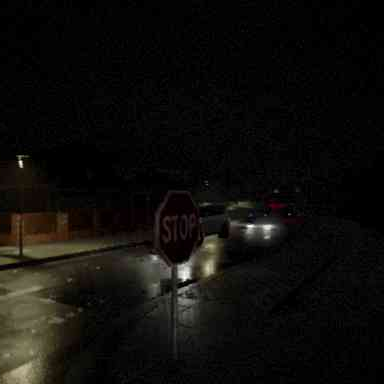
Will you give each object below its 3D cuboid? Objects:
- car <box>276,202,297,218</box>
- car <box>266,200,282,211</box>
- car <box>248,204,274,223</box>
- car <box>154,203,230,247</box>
[{"bbox_3d":[11.942,2.407,41.573,1.837,1.490,4.892,0,-1,11],"label":"car"},{"bbox_3d":[13.361,2.383,54.057,2.150,2.045,5.566,0,-1,2],"label":"car"},{"bbox_3d":[6.694,2.194,32.700,1.882,1.535,5.008,0,-1,17],"label":"car"},{"bbox_3d":[0.211,1.617,17.801,2.150,2.045,5.566,-1,-2,28],"label":"car"}]
